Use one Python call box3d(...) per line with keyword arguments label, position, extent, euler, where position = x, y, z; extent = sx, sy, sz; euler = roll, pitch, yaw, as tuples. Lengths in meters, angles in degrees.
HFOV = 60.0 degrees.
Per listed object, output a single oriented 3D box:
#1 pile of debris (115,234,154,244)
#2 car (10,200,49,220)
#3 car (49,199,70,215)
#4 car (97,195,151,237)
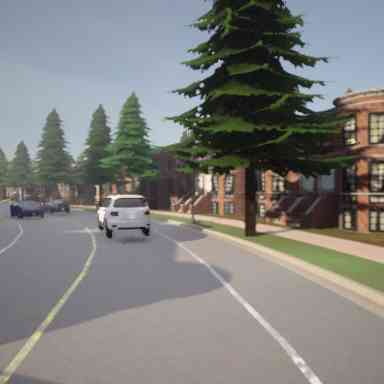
box3d(label="pile of debris", position=(-2.672, 2.132, 15.215), extent=(1.500, 0.140, 1.860), euler=(0, 0, -19))
box3d(label="car", position=(-14.029, 1.451, 28.260), extent=(1.882, 1.535, 5.008), euler=(0, 0, -39))
box3d(label="car", position=(-13.976, 1.477, 33.908), extent=(1.812, 1.442, 4.674), euler=(0, 0, -40))
box3d(label="car", position=(-3.808, 1.173, 18.088), extent=(2.150, 2.045, 5.566), euler=(0, 0, -22))
